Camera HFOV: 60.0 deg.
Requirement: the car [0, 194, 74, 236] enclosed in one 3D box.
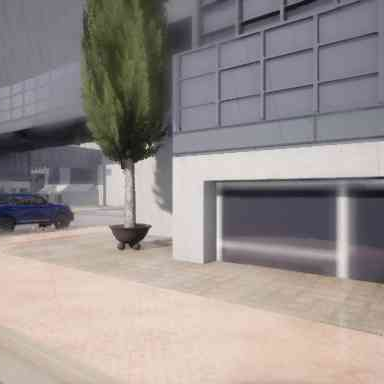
[{"bbox_3d":[-9.581,1.124,19.019,2.150,2.045,5.566,0,0,36],"label":"car"}]
